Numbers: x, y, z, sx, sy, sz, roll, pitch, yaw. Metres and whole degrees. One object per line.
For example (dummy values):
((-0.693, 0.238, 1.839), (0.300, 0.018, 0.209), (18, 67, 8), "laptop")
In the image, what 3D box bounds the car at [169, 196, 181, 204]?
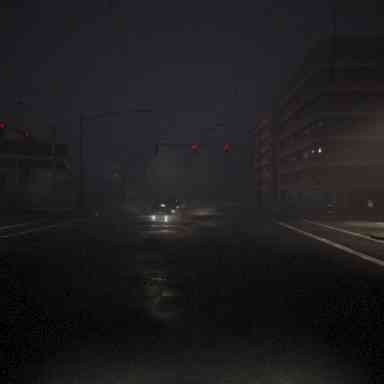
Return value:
((-3.294, 1.547, 64.716), (2.033, 1.411, 5.357), (0, 0, 0), "car")

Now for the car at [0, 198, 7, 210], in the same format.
((-24.020, 1.456, 38.975), (3.806, 1.475, 1.970), (0, 0, 1), "car")

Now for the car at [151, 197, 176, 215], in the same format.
((-3.121, 1.547, 34.789), (2.033, 1.411, 5.357), (0, 0, 0), "car")

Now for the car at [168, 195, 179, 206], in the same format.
((-3.186, 1.478, 44.366), (1.882, 1.535, 5.008), (0, 0, 0), "car")
